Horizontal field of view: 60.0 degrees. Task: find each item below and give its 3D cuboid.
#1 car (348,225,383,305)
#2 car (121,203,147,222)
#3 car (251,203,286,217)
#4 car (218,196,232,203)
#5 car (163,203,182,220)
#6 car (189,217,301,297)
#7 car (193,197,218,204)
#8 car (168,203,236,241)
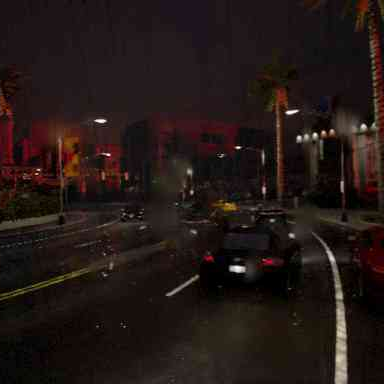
[{"bbox_3d":[4.650,1.465,7.482,1.812,1.442,4.674,-1,0,22],"label":"car"},{"bbox_3d":[-5.104,1.788,29.675,1.837,1.490,4.892,-1,-1,-3],"label":"car"},{"bbox_3d":[5.100,1.507,22.425,2.128,1.511,4.902,-1,0,7],"label":"car"},{"bbox_3d":[3.596,1.601,39.596,1.801,1.575,5.366,-1,0,-14],"label":"car"},{"bbox_3d":[-1.632,1.757,30.633,2.033,1.411,5.357,-1,0,-4],"label":"car"},{"bbox_3d":[1.721,1.575,8.786,1.994,1.385,4.181,-1,-1,23],"label":"car"},{"bbox_3d":[1.021,1.658,35.967,1.882,1.535,5.008,-1,0,-11],"label":"car"},{"bbox_3d":[0.699,1.572,17.040,2.128,1.511,4.902,-1,0,15],"label":"car"}]
